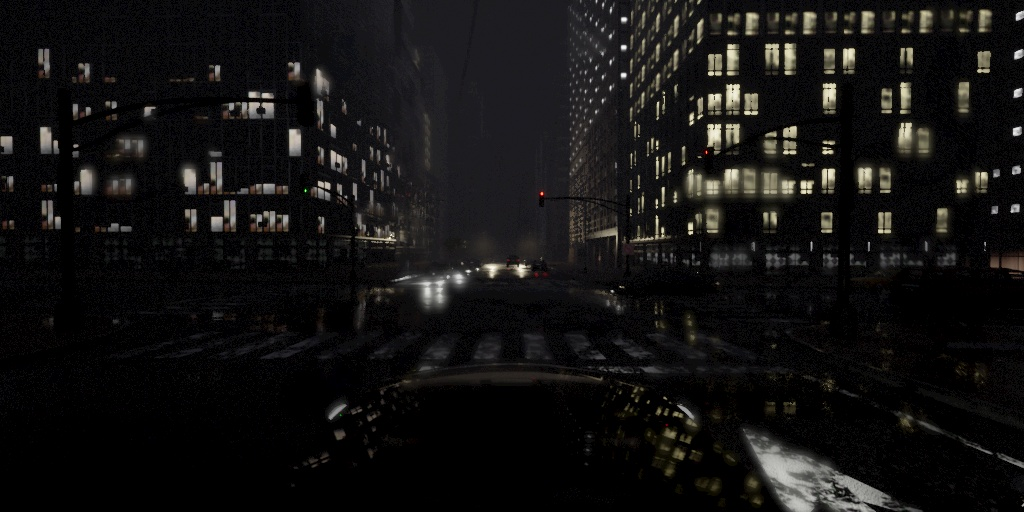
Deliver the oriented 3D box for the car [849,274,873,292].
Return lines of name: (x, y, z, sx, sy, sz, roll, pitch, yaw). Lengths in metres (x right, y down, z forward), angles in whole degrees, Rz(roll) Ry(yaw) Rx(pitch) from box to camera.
car: (21.852, 1.409, 20.689, 4.829, 1.417, 1.751, 0, 0, 1)

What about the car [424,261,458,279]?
car: (-6.522, 1.225, 32.333, 2.128, 1.511, 4.902, 0, 0, 0)

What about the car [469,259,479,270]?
car: (-6.461, 1.264, 51.385, 2.033, 1.411, 5.357, 0, 0, 0)

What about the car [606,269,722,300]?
car: (7.557, 1.353, 17.907, 5.357, 1.411, 2.033, 0, 1, -7)

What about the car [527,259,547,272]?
car: (3.468, 1.212, 46.364, 2.128, 1.511, 4.902, 0, 0, 0)

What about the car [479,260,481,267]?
car: (-6.398, 1.182, 61.726, 1.882, 1.535, 5.008, 0, 0, 1)

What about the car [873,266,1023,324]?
car: (16.219, 1.281, 12.419, 5.009, 1.841, 2.192, 0, 0, 1)

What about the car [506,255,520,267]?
car: (0.165, 0.925, 62.860, 2.150, 2.045, 5.566, 0, 0, 0)

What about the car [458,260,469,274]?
car: (-6.496, 1.327, 41.615, 1.895, 1.301, 4.718, 0, 0, 0)
